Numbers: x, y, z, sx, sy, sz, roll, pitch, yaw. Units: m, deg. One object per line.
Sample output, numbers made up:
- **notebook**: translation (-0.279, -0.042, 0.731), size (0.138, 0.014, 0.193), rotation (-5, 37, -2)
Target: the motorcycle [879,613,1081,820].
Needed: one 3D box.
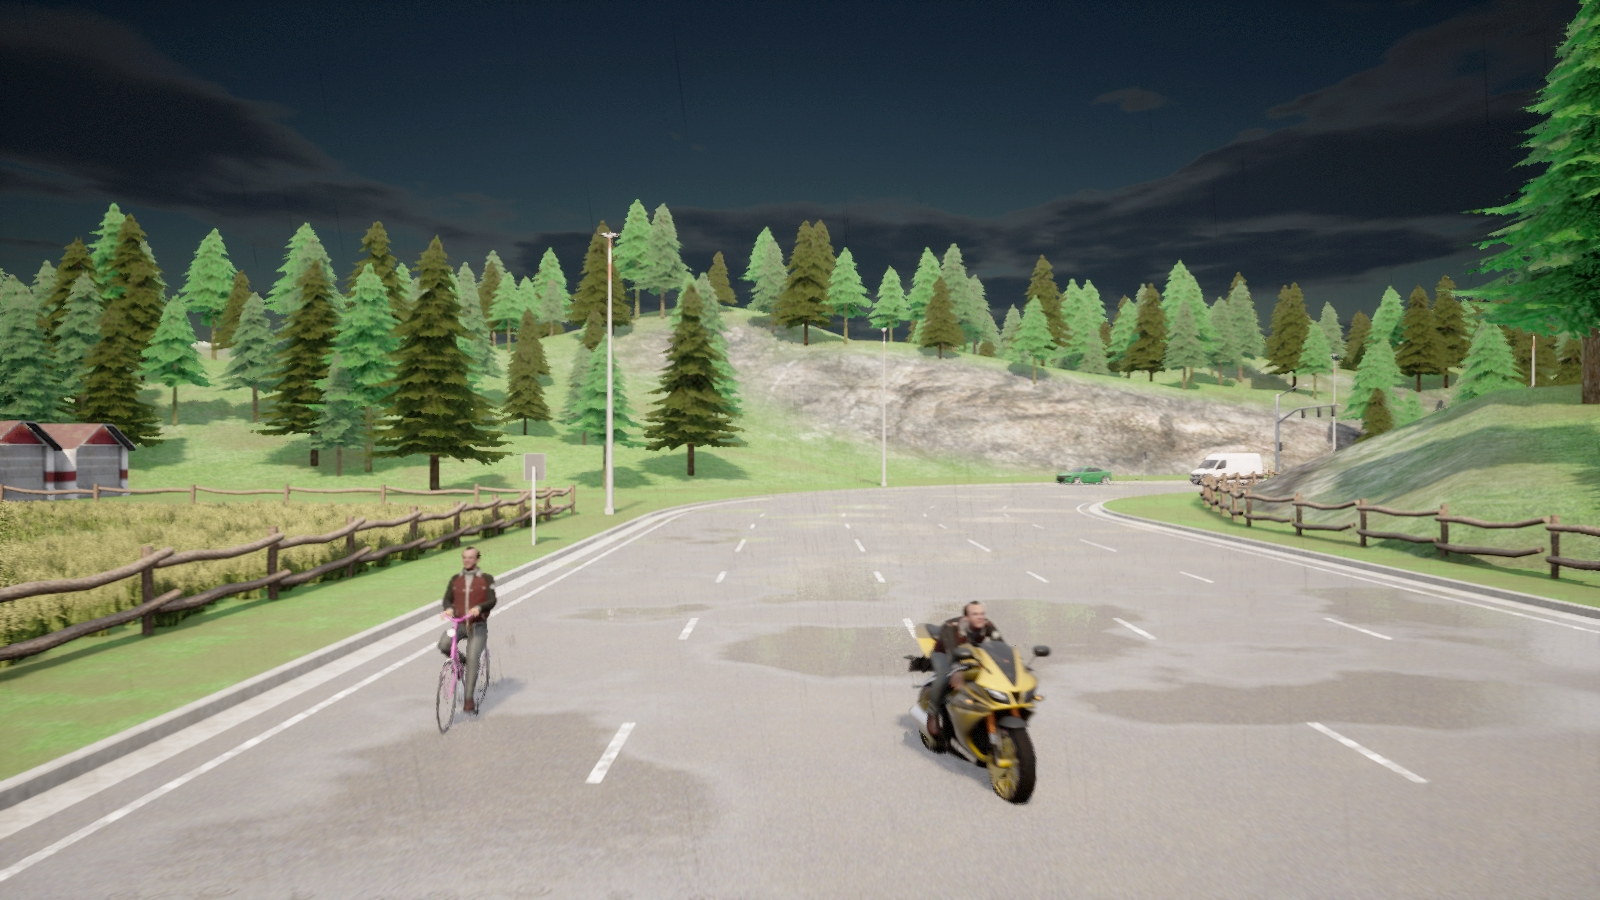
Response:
- **motorcycle**: translation (1.476, 2.206, 9.907), size (0.867, 1.251, 2.209), rotation (1, 0, -16)

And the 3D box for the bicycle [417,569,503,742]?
- **bicycle**: translation (-3.490, 2.061, 11.846), size (0.329, 1.471, 1.835), rotation (0, 0, 0)
